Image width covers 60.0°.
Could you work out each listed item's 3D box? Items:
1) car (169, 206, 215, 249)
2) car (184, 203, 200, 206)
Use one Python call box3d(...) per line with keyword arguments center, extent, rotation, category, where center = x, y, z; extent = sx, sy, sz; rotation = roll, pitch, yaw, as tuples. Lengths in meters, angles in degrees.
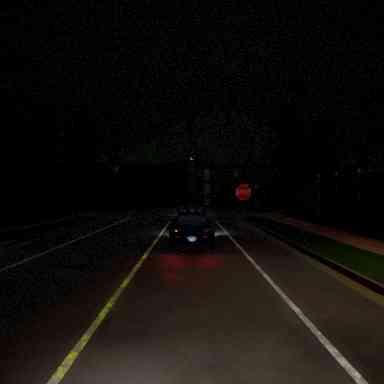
box3d(center=(0.001, 1.576, 14.651), extent=(1.812, 1.442, 4.674), rotation=(0, 0, 0), category="car")
box3d(center=(0.003, 1.655, 29.651), extent=(2.033, 1.411, 5.357), rotation=(0, 0, 0), category="car")
